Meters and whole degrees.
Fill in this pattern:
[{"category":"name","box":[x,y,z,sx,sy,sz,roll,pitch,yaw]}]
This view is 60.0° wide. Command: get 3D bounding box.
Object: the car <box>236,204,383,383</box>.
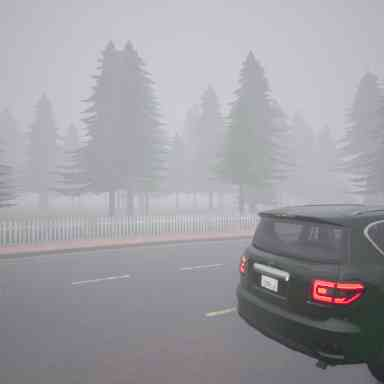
[{"category":"car","box":[3.348,1.222,5.365,5.566,2.045,2.150,0,0,-27]}]
